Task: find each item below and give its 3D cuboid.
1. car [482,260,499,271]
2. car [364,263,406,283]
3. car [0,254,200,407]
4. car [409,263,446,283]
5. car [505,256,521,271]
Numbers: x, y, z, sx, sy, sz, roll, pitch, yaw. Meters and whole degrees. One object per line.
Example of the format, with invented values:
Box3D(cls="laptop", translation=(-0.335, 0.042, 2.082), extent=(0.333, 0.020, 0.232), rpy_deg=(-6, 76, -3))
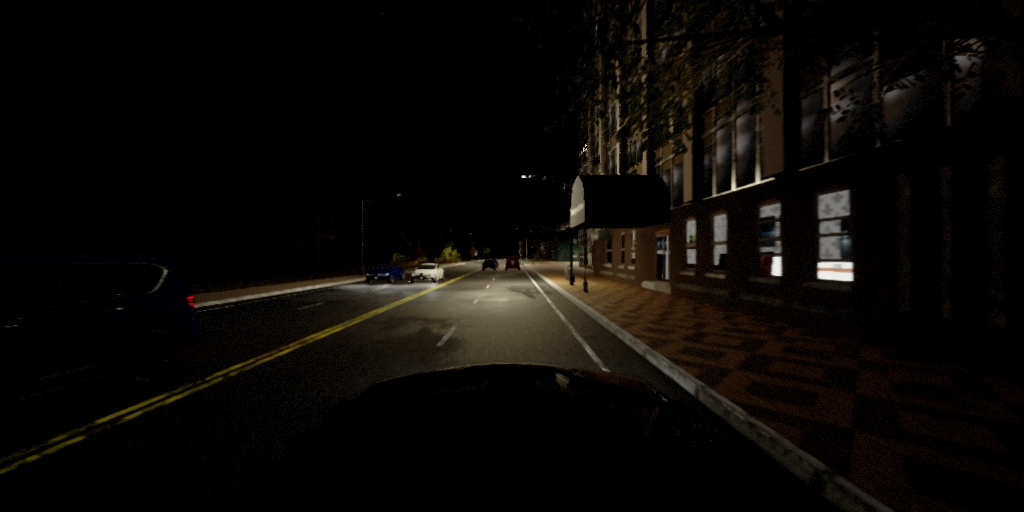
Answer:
Box3D(cls="car", translation=(-3.149, 1.250, 49.786), extent=(1.837, 1.490, 4.892), rpy_deg=(0, 0, 0))
Box3D(cls="car", translation=(-9.701, 1.296, 27.904), extent=(1.812, 1.442, 4.674), rpy_deg=(0, 0, 0))
Box3D(cls="car", translation=(-6.596, 0.986, 3.979), extent=(2.150, 2.045, 5.566), rpy_deg=(0, 0, 0))
Box3D(cls="car", translation=(-6.451, 1.289, 27.898), extent=(1.812, 1.442, 4.674), rpy_deg=(0, 0, 0))
Box3D(cls="car", translation=(0.101, 1.090, 50.114), extent=(2.097, 1.767, 4.553), rpy_deg=(0, 0, 0))
